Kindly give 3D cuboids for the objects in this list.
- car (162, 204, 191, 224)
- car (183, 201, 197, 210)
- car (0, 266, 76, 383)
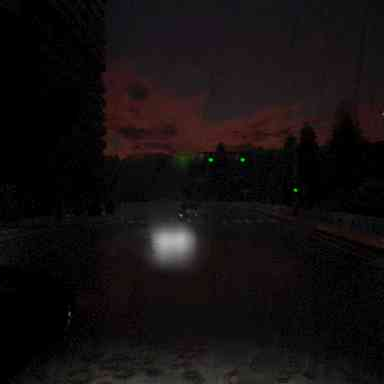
[{"bbox_3d":[-1.462,2.022,29.117,1.895,1.301,4.718,-1,-1,4],"label":"car"},{"bbox_3d":[-0.427,2.167,55.064,1.812,1.442,4.674,0,-1,-12],"label":"car"},{"bbox_3d":[-3.087,1.669,4.062,1.994,1.385,4.181,-1,-1,4],"label":"car"}]
